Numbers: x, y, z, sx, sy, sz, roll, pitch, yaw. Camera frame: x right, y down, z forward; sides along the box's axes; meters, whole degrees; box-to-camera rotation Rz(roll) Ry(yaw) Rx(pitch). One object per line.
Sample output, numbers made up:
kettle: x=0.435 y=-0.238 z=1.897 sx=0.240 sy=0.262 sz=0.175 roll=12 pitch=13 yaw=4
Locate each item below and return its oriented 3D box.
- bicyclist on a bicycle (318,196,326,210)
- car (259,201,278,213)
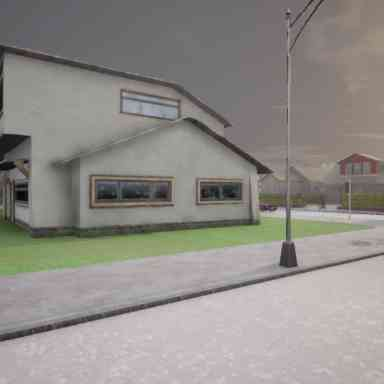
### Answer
bicyclist on a bicycle: x=15.772 y=1.349 z=40.310 sx=1.656 sy=1.620 sz=0.582 roll=0 pitch=0 yaw=-35
car: x=7.382 y=1.601 z=37.636 sx=1.895 sy=1.301 sz=4.718 roll=0 pitch=0 yaw=-35
